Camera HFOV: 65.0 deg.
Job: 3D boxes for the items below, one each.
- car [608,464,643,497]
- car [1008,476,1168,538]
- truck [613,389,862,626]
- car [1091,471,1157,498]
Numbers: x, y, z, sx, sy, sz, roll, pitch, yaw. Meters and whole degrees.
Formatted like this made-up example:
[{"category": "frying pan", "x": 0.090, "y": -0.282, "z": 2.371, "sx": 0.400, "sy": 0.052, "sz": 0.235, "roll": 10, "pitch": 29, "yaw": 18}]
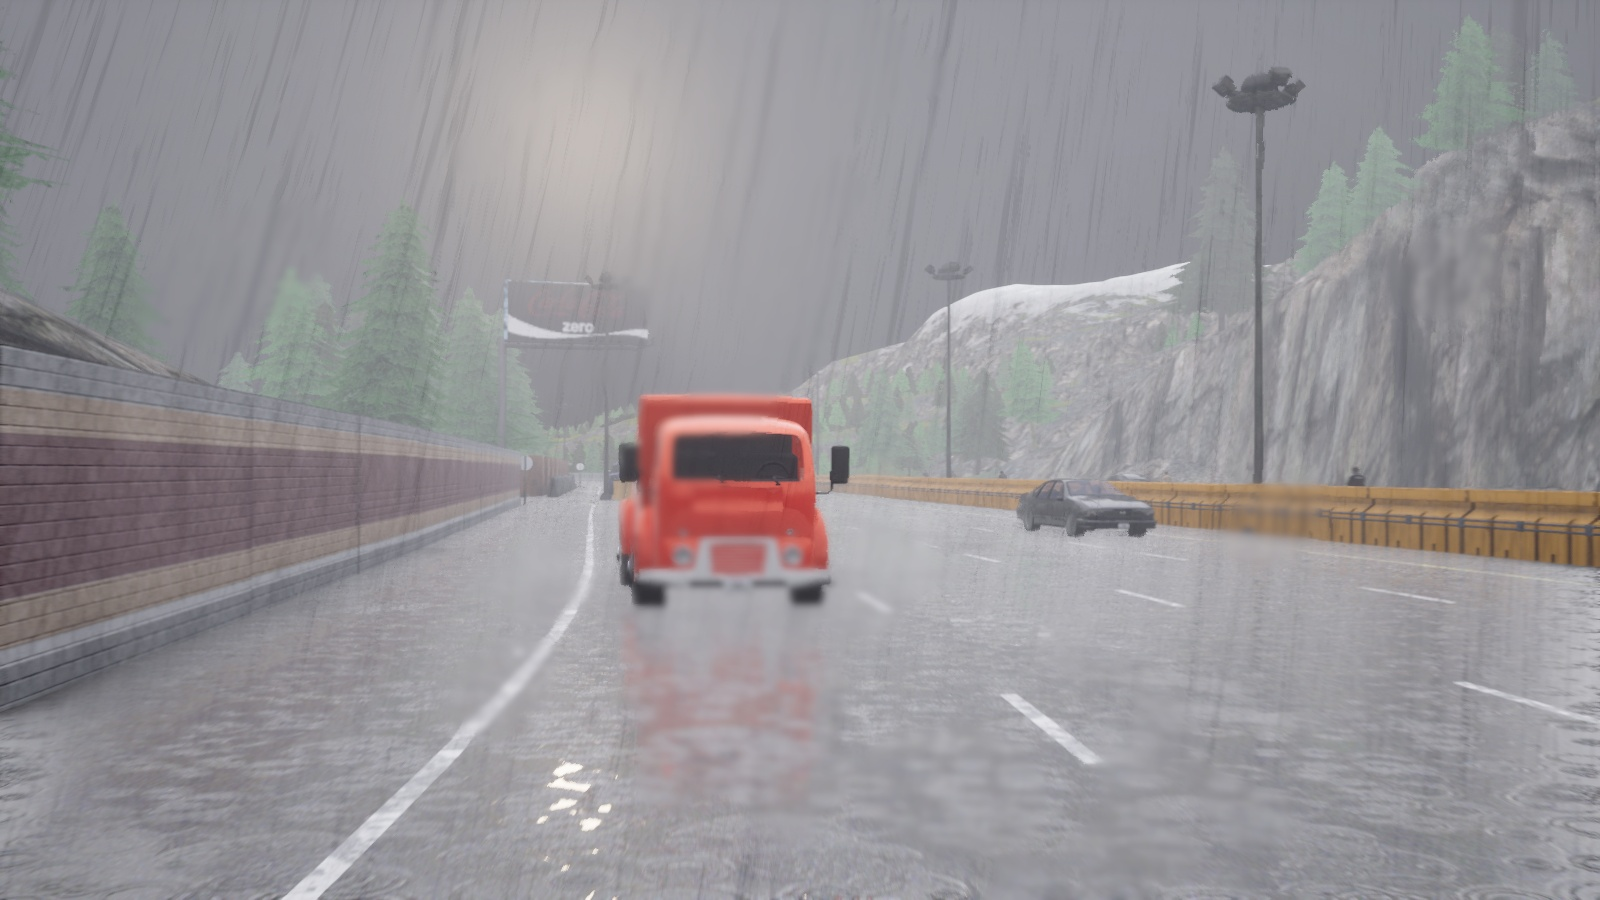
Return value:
[{"category": "car", "x": -11.298, "y": 1.940, "z": 81.204, "sx": 2.150, "sy": 2.045, "sz": 5.566, "roll": 0, "pitch": -1, "yaw": -9}, {"category": "car", "x": 7.135, "y": 1.364, "z": 31.786, "sx": 2.033, "sy": 1.411, "sz": 5.357, "roll": 0, "pitch": -1, "yaw": -9}, {"category": "truck", "x": -0.979, "y": 0.575, "z": 15.813, "sx": 2.627, "sy": 2.467, "sz": 5.204, "roll": 0, "pitch": 1, "yaw": -7}, {"category": "car", "x": 18.474, "y": 1.945, "z": 71.848, "sx": 1.837, "sy": 1.490, "sz": 4.892, "roll": 0, "pitch": -1, "yaw": -9}]
